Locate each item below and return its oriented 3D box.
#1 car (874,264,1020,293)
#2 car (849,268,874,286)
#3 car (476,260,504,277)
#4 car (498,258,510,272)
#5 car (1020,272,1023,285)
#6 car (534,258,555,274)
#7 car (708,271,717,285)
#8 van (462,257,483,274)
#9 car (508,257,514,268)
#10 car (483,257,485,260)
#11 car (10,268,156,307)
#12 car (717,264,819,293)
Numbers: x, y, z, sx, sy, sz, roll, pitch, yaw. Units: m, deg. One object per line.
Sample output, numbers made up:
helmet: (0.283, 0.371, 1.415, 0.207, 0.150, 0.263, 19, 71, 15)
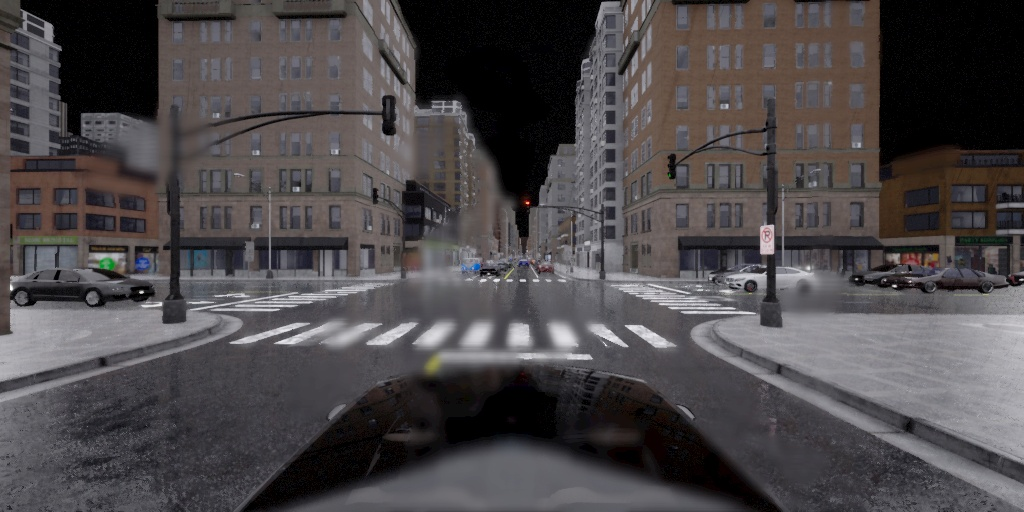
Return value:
car: (24.374, 1.326, 20.275, 5.357, 1.411, 2.033, 0, 0, 2)
car: (25.083, 1.284, 23.506, 4.892, 1.490, 1.837, 0, 0, 2)
car: (-2.111, 1.366, 35.854, 1.895, 1.301, 4.718, 0, 0, 2)
car: (-1.720, 1.340, 46.554, 1.994, 1.385, 4.181, 0, 0, 2)
car: (35.065, 1.360, 23.204, 4.181, 1.385, 1.994, 0, 0, 2)
car: (3.850, 1.210, 40.883, 1.967, 1.591, 4.097, 0, 0, 2)
car: (15.666, 1.257, 23.783, 4.902, 1.511, 2.128, 0, 0, 2)
van: (-4.671, 1.111, 41.175, 1.690, 1.789, 3.998, 0, 0, 2)
car: (-1.264, 1.141, 59.120, 2.097, 1.767, 4.553, 0, 0, 4)
car: (-4.479, 1.091, 46.695, 2.192, 1.841, 5.009, 0, 0, 2)
car: (-17.629, 1.240, 14.806, 4.892, 1.490, 1.837, 0, 0, 2)
car: (14.787, 1.291, 20.557, 4.674, 1.442, 1.812, 0, 0, 3)
